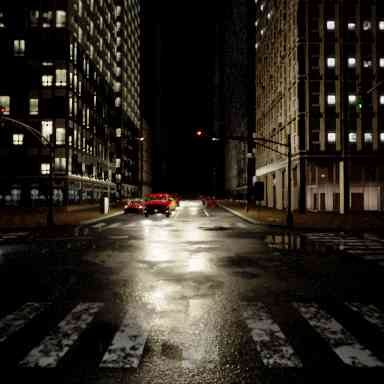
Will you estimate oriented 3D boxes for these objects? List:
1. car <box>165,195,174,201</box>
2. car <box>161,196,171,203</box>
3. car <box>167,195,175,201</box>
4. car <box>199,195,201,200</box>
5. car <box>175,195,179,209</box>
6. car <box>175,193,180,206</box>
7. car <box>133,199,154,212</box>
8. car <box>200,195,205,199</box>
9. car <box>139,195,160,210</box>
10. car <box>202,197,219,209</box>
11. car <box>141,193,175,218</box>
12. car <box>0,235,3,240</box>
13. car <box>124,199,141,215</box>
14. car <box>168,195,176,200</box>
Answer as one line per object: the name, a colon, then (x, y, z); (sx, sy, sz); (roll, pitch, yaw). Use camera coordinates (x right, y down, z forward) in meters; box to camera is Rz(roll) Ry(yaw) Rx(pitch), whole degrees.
car: (-5.589, 1.578, 83.933); (1.887, 1.381, 4.507); (1, 0, 0)
car: (-5.600, 1.573, 72.783); (1.887, 1.381, 4.507); (1, 0, 0)
car: (-5.583, 1.586, 89.508); (2.008, 1.369, 4.403); (1, 0, 0)
car: (2.768, 1.590, 61.693); (1.947, 1.339, 4.313); (1, 0, 0)
car: (-3.055, 1.493, 41.514); (1.882, 1.535, 5.008); (0, 0, 0)
car: (-3.037, 1.241, 52.012); (2.150, 2.045, 5.566); (0, 0, 0)
car: (-5.636, 1.597, 39.332); (1.802, 1.307, 4.206); (1, 0, 0)
car: (2.763, 1.547, 56.286); (1.752, 1.417, 4.829); (1, 0, 0)
car: (-5.625, 1.332, 44.907); (2.192, 1.841, 5.009); (1, 0, 0)
car: (2.749, 1.599, 44.960); (1.802, 1.307, 4.206); (1, 0, 0)
car: (-3.062, 1.233, 31.086); (2.150, 2.045, 5.566); (0, 0, 0)
car: (-10.528, 1.521, 12.960); (5.357, 1.411, 2.033); (0, -1, -6)
car: (-5.639, 1.453, 33.757); (1.967, 1.590, 4.097); (1, 0, 0)
car: (-5.578, 1.604, 95.083); (1.947, 1.339, 4.313); (1, 0, 0)
